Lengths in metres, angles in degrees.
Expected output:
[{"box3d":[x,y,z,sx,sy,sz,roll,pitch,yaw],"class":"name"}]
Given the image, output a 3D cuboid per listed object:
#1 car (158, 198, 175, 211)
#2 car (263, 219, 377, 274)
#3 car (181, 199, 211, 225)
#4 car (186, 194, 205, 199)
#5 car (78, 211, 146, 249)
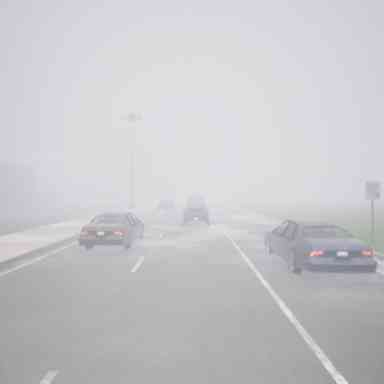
[{"box3d":[-3.084,1.506,40.528,2.128,1.511,4.902,0,0,0],"class":"car"},{"box3d":[3.676,1.556,10.588,2.033,1.411,5.357,0,0,0],"class":"car"},{"box3d":[0.289,1.516,24.423,1.837,1.490,4.892,0,0,0],"class":"car"},{"box3d":[0.433,1.241,42.340,2.150,2.045,5.566,0,0,0],"class":"car"},{"box3d":[-3.292,1.551,14.608,2.033,1.411,5.357,0,0,0],"class":"car"}]
